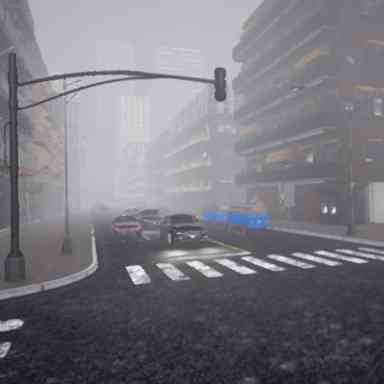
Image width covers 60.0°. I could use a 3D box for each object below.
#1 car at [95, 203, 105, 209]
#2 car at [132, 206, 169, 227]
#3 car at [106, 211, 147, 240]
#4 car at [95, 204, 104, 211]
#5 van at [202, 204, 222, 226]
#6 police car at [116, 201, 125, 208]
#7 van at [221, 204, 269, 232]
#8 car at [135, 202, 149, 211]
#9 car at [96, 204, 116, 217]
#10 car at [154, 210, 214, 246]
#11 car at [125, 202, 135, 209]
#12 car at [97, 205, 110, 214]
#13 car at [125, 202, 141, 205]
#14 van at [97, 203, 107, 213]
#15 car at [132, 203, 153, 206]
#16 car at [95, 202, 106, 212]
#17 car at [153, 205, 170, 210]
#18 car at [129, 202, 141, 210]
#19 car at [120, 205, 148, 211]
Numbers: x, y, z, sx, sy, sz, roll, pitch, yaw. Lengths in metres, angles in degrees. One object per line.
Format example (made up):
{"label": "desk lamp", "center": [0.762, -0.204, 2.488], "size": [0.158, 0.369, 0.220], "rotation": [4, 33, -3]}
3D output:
{"label": "car", "center": [-13.970, 2.857, 52.981], "size": [1.967, 1.590, 4.097], "rotation": [-2, -1, -17]}
{"label": "car", "center": [-3.524, 2.164, 27.457], "size": [1.837, 1.490, 4.892], "rotation": [-1, -1, -17]}
{"label": "car", "center": [-4.191, 2.122, 20.830], "size": [1.802, 1.307, 4.206], "rotation": [-2, -1, -17]}
{"label": "car", "center": [-22.149, 3.700, 79.758], "size": [2.008, 1.369, 4.403], "rotation": [-2, -1, -17]}
{"label": "van", "center": [2.164, 1.894, 28.595], "size": [1.690, 1.788, 3.998], "rotation": [-2, -1, -17]}
{"label": "police car", "center": [-19.106, 3.758, 92.101], "size": [1.930, 1.638, 5.238], "rotation": [-1, -1, -16]}
{"label": "van", "center": [3.793, 1.748, 23.237], "size": [1.690, 1.788, 3.998], "rotation": [-2, -1, -17]}
{"label": "car", "center": [-10.868, 3.038, 71.460], "size": [2.192, 1.841, 5.009], "rotation": [-2, -1, -17]}
{"label": "car", "center": [-12.336, 2.852, 47.621], "size": [1.802, 1.307, 4.206], "rotation": [-2, -1, -17]}
{"label": "car", "center": [-0.609, 1.904, 17.894], "size": [1.837, 1.490, 4.892], "rotation": [-1, -1, -16]}
{"label": "car", "center": [-17.384, 3.624, 92.893], "size": [2.192, 1.841, 5.009], "rotation": [-2, -1, -17]}
{"label": "car", "center": [-15.595, 3.114, 58.337], "size": [2.008, 1.369, 4.403], "rotation": [-2, -1, -17]}
{"label": "car", "center": [-11.278, 3.105, 63.966], "size": [1.812, 1.442, 4.674], "rotation": [-1, -1, -17]}
{"label": "van", "center": [-17.231, 3.050, 63.698], "size": [1.690, 1.788, 3.998], "rotation": [-2, -1, -17]}
{"label": "car", "center": [-7.911, 2.878, 52.890], "size": [1.895, 1.301, 4.718], "rotation": [-1, -1, -17]}
{"label": "car", "center": [-20.512, 3.318, 74.408], "size": [2.192, 1.841, 5.009], "rotation": [-2, -1, -17]}
{"label": "car", "center": [-4.343, 2.719, 50.024], "size": [1.802, 1.307, 4.206], "rotation": [-2, -1, -17]}
{"label": "car", "center": [-14.126, 3.331, 82.177], "size": [2.192, 1.841, 5.009], "rotation": [-2, -1, -17]}
{"label": "car", "center": [-6.537, 2.477, 37.380], "size": [2.033, 1.411, 5.357], "rotation": [-1, -1, -17]}
